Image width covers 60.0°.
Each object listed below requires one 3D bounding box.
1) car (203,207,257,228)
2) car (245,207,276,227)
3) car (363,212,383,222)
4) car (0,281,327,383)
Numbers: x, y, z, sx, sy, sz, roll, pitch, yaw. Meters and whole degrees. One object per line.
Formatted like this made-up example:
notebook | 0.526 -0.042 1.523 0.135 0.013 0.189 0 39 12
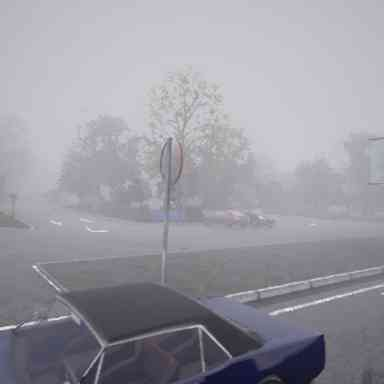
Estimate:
car | 2.905 2.243 28.514 2.002 1.452 4.674 3 -2 -36
car | 5.456 2.208 30.404 2.185 1.767 4.553 3 -2 -35
car | 25.338 3.395 44.389 2.002 1.452 4.674 3 -2 -35
car | -0.931 1.671 3.019 4.718 1.301 1.895 2 -1 -35
